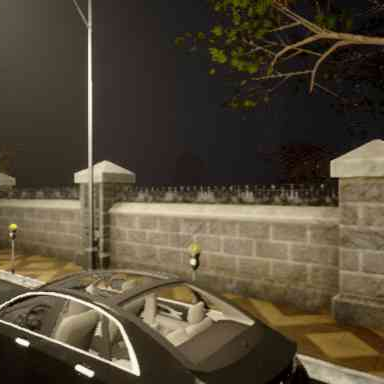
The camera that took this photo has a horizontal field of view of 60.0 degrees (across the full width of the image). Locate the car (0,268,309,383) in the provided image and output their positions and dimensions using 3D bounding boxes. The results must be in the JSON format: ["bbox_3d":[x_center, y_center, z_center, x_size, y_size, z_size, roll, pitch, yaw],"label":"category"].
[{"bbox_3d":[-1.050,1.545,3.629,4.403,1.369,2.008,0,0,36],"label":"car"}]
